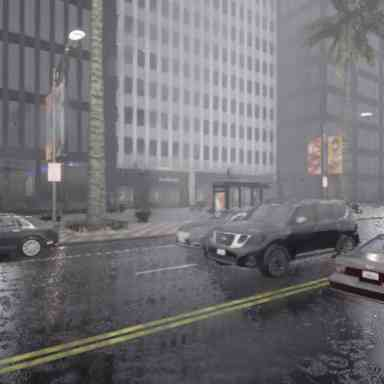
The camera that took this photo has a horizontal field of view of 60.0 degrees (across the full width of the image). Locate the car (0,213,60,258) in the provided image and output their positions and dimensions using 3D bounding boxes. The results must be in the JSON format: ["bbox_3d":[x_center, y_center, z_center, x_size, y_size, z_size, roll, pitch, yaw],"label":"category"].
[{"bbox_3d":[-7.082,1.481,11.209,4.892,1.521,2.231,0,0,-36],"label":"car"}]

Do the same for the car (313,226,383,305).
[{"bbox_3d":[5.295,1.577,7.529,5.357,1.411,2.033,0,0,-36],"label":"car"}]

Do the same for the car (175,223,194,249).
[{"bbox_3d":[1.622,1.522,13.738,4.902,1.511,2.128,0,0,-35],"label":"car"}]

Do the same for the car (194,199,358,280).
[{"bbox_3d":[3.023,1.250,10.449,5.566,2.045,2.150,0,0,-35],"label":"car"}]
